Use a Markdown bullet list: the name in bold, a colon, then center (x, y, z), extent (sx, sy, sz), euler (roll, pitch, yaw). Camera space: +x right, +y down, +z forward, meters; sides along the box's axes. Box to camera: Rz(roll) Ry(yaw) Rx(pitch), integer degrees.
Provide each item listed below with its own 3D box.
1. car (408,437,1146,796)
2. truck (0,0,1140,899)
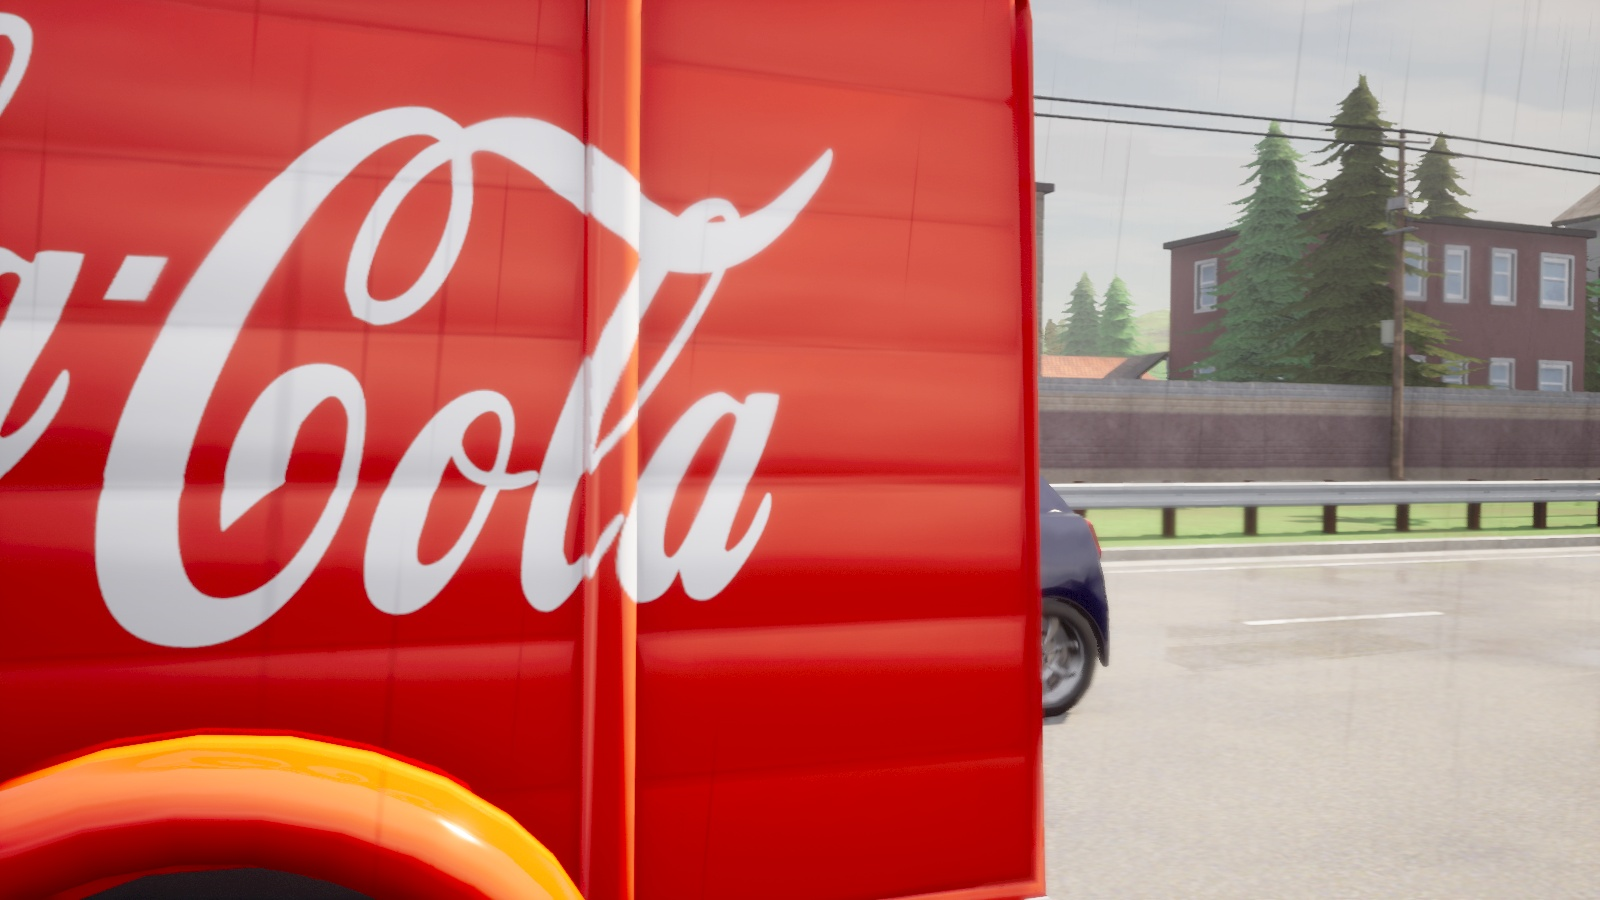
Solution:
- **car**: center (-0.186, 0.701, 6.912), extent (3.633, 1.501, 1.845), euler (-1, 1, -21)
- **truck**: center (-2.349, 0.299, 2.342), extent (5.204, 2.467, 2.627), euler (-1, 1, -21)
